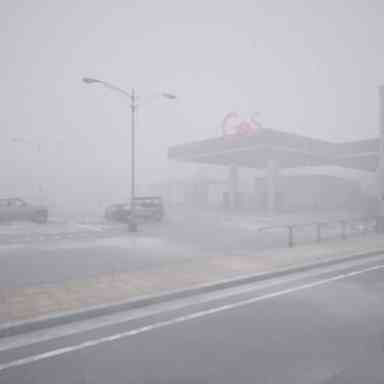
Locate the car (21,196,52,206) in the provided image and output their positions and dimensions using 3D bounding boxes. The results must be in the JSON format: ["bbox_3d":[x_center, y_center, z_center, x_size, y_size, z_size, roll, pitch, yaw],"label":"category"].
[{"bbox_3d":[-27.124,1.542,58.032,4.514,1.523,2.007,0,0,-36],"label":"car"}]

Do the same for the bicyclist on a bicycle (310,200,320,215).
[{"bbox_3d":[13.204,1.678,35.717,1.656,1.620,0.582,0,0,-35],"label":"bicyclist on a bicycle"}]

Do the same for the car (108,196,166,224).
[{"bbox_3d":[-3.801,1.280,24.651,3.866,1.878,1.905,0,0,-36],"label":"car"}]

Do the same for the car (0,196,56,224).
[{"bbox_3d":[-12.110,1.292,22.735,4.605,1.855,1.932,0,0,-36],"label":"car"}]

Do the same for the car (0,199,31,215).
[{"bbox_3d":[-18.793,1.493,33.271,4.514,1.523,2.007,0,0,-36],"label":"car"}]

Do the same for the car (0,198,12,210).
[{"bbox_3d":[-24.583,1.515,41.415,3.633,1.501,1.845,0,0,-36],"label":"car"}]

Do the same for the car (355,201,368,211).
[{"bbox_3d":[24.144,1.719,44.025,2.242,1.667,4.611,0,0,-36],"label":"car"}]

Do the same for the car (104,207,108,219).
[{"bbox_3d":[-5.242,1.565,27.708,3.806,1.475,1.970,0,0,-36],"label":"car"}]
